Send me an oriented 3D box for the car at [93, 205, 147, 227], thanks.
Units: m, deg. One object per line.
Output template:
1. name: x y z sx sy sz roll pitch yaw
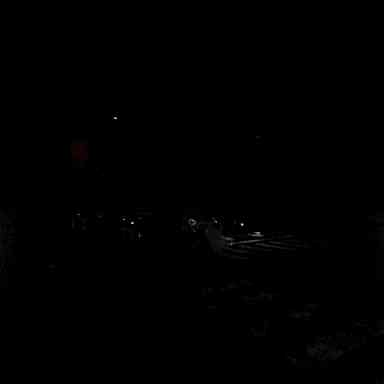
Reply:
1. car: -6.040 2.009 27.316 2.033 1.411 5.357 0 -1 -35

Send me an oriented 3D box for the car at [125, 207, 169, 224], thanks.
1. car: -4.192 2.082 30.290 1.895 1.301 4.718 0 -1 -36

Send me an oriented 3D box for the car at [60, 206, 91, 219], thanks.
1. car: -13.275 2.260 37.238 1.994 1.385 4.181 0 -1 -36

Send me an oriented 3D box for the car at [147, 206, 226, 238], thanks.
1. car: -0.457 1.637 19.666 2.097 1.767 4.553 0 -1 -36

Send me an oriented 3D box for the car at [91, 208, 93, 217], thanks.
1. car: -10.418 2.230 38.824 2.033 1.411 5.357 0 -1 -36

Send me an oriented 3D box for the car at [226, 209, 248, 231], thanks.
1. car: 1.643 1.801 22.302 1.837 1.490 4.892 0 -1 -36
